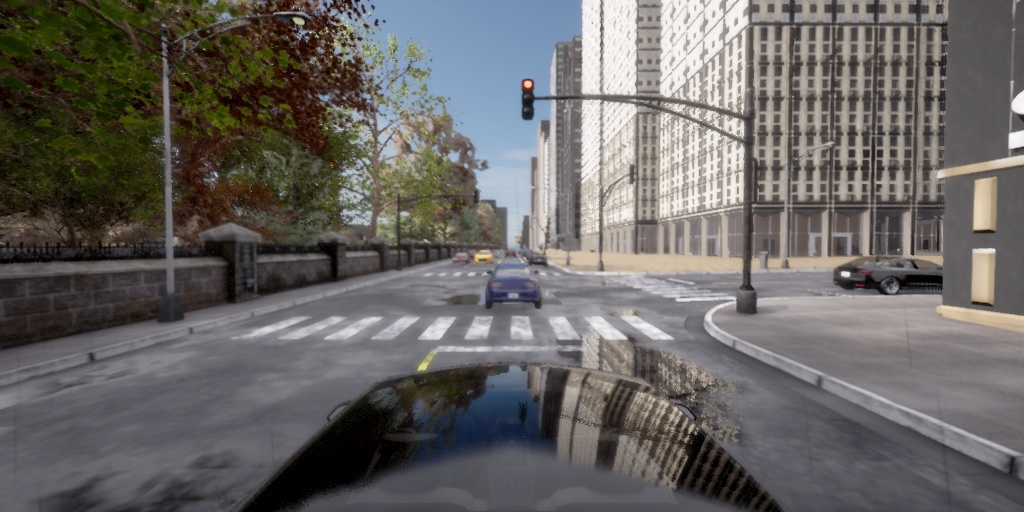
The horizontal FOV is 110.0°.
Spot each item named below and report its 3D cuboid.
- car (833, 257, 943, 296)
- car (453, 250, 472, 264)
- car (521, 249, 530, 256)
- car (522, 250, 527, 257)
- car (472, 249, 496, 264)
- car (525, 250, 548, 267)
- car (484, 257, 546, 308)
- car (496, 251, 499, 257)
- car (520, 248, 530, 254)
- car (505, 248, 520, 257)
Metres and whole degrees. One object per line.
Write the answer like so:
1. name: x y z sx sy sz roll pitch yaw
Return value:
1. car: 14.650 0.690 13.545 4.313 1.339 1.948 0 0 0
2. car: -5.811 0.252 41.696 1.802 1.307 4.207 0 0 0
3. car: 2.553 0.079 47.352 1.948 1.339 4.313 0 0 0
4. car: 2.569 0.229 41.722 1.948 1.339 4.313 0 0 0
5. car: -3.212 0.141 41.849 1.882 1.535 5.008 0 2 0
6. car: 2.586 0.381 36.091 1.948 1.339 4.313 0 0 0
7. car: 0.051 0.963 13.112 1.812 1.442 4.674 0 2 0
8. car: -3.221 -0.191 59.010 1.895 1.301 4.718 0 1 0
9. car: 2.957 -0.433 64.375 1.837 1.490 4.892 0 2 0
10. car: -0.189 -0.576 64.105 2.097 1.767 4.553 0 2 0
